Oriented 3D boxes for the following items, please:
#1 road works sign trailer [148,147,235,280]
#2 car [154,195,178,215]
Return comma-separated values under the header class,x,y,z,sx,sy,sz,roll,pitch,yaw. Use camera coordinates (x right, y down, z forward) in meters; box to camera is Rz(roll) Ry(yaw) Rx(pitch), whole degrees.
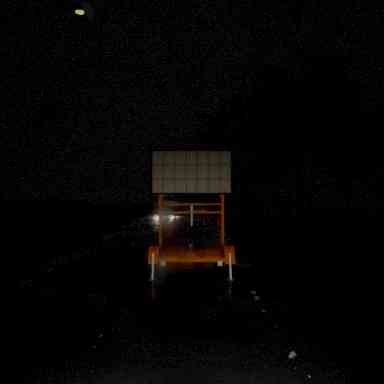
class,x,y,z,sx,sy,sz,roll,pitch,yaw
road works sign trailer,-0.009,0.471,9.892,2.380,3.560,2.880,0,0,0
car,-2.712,1.296,35.185,2.150,2.045,5.566,0,0,0
